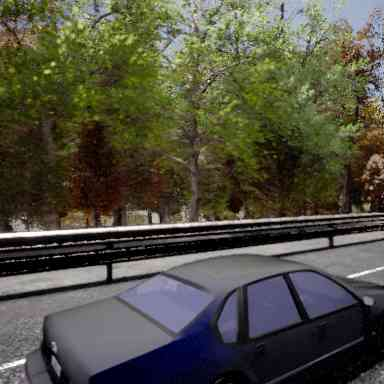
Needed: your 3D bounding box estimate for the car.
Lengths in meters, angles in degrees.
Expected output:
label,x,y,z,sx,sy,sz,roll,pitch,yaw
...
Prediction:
label,x,y,z,sx,sy,sz,roll,pitch,yaw
car,0.854,1.578,4.367,5.357,1.411,2.033,1,0,-36
